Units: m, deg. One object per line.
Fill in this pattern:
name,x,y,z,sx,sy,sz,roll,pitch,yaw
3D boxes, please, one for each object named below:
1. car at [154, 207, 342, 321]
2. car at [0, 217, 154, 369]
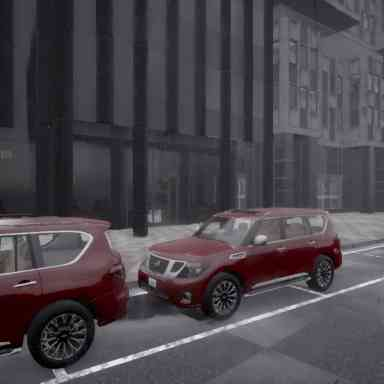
car,1.335,1.314,7.473,5.009,1.841,2.192,0,0,-35
car,-3.263,1.315,4.206,5.009,1.841,2.192,0,0,-35
